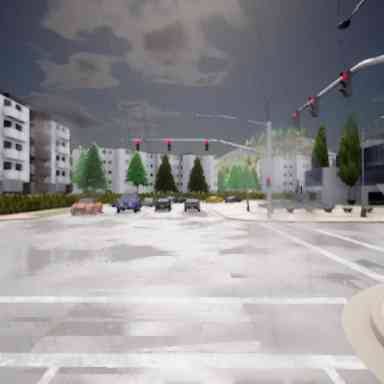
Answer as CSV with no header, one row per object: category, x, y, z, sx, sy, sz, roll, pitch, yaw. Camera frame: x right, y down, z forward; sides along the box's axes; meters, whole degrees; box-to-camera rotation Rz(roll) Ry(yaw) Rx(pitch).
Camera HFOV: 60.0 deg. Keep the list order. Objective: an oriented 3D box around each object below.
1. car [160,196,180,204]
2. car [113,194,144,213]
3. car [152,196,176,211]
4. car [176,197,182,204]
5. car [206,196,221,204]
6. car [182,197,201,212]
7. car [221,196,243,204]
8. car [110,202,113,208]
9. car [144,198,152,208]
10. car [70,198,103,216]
car,-4.427,1.600,66.803,1.812,1.442,4.674,0,0,29
car,-7.106,1.264,37.785,2.150,2.045,5.566,0,0,-2
car,-3.453,1.524,41.591,1.882,1.535,5.008,0,0,1
car,-1.963,1.671,63.841,1.895,1.301,4.718,0,0,27
car,4.765,1.553,67.941,1.882,1.535,5.008,0,0,38
car,0.013,1.549,40.118,1.837,1.490,4.892,0,0,-1
car,8.576,1.567,67.268,2.128,1.511,4.902,0,0,40
car,-10.214,1.601,48.603,2.033,1.411,5.357,0,0,7
car,-6.424,1.582,50.066,1.812,1.442,4.674,0,0,9
car,-10.512,1.390,33.420,2.097,1.767,4.553,0,0,0
